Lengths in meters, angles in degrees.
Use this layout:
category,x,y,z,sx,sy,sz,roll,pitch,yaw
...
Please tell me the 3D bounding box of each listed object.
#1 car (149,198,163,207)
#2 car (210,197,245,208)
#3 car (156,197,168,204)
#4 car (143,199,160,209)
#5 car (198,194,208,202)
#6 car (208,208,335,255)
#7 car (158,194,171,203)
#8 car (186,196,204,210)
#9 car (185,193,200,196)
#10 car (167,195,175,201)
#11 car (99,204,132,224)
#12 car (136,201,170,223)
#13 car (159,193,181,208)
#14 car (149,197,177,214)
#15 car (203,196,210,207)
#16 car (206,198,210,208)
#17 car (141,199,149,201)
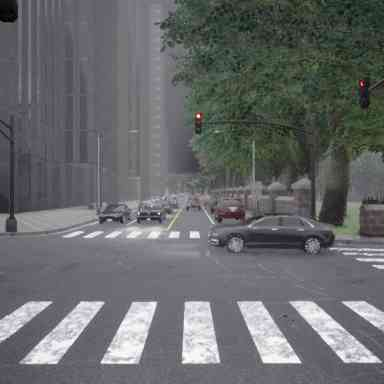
category,x,y,z,sx,sy,sz,roll,pitch,yaw
car,-5.668,1.623,52.502,1.802,1.307,4.206,0,0,0
car,2.808,1.326,25.211,2.192,1.841,5.009,0,0,0
car,-5.648,1.635,63.416,1.802,1.307,4.206,0,0,0
car,-5.678,1.616,47.045,1.802,1.307,4.206,0,0,0
car,2.524,1.424,75.837,2.097,1.767,4.553,0,0,0
car,3.112,1.592,13.279,4.892,1.490,1.837,2,0,0
car,-5.638,1.375,68.873,2.192,1.841,5.009,0,0,0
car,0.185,1.578,43.476,2.033,1.411,5.357,0,0,0
car,0.221,1.409,67.409,2.097,1.767,4.553,0,0,0
car,-5.599,1.533,90.701,1.967,1.590,4.097,0,0,0
car,-5.717,1.576,25.217,1.947,1.339,4.313,0,0,0
car,-3.053,1.612,25.659,1.895,1.301,4.718,0,0,0
car,-3.006,1.385,45.752,2.097,1.767,4.553,0,0,0
car,-3.030,1.569,35.476,2.033,1.411,5.357,0,0,1
car,2.838,1.579,41.579,2.008,1.369,4.403,0,0,0
car,2.828,1.588,36.123,1.947,1.339,4.313,0,0,0
car,-5.688,1.579,41.587,2.008,1.369,4.403,0,0,0
